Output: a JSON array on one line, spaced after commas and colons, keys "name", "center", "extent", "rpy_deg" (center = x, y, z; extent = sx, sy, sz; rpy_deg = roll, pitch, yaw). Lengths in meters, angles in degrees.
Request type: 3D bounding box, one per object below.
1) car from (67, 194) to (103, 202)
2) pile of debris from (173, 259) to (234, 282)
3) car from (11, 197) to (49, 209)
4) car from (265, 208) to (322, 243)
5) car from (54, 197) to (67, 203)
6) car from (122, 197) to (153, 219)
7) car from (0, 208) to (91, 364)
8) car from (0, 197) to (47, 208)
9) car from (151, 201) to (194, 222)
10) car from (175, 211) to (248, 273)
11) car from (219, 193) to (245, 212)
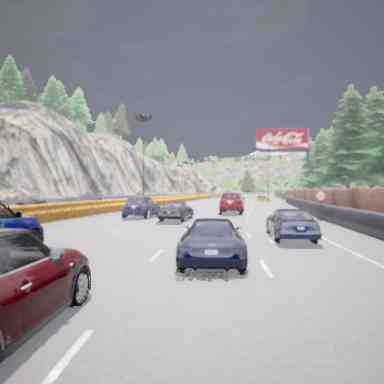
[{"name": "car", "center": [-12.569, 1.103, 40.250], "extent": [2.097, 1.767, 4.553], "rpy_deg": [0, 0, 12]}, {"name": "pile of debris", "center": [0.340, 2.129, 9.166], "extent": [1.500, 0.140, 1.860], "rpy_deg": [0, 0, 4]}, {"name": "car", "center": [-19.641, 1.292, 40.591], "extent": [1.994, 1.385, 4.181], "rpy_deg": [0, 0, 12]}, {"name": "car", "center": [4.615, 1.481, 15.688], "extent": [2.033, 1.411, 5.357], "rpy_deg": [0, 0, 7]}, {"name": "car", "center": [-15.739, 1.297, 42.215], "extent": [1.994, 1.385, 4.181], "rpy_deg": [0, 0, 12]}, {"name": "car", "center": [-4.100, 1.197, 27.570], "extent": [2.097, 1.767, 4.553], "rpy_deg": [0, 0, 10]}, {"name": "car", "center": [-3.186, 1.315, 5.033], "extent": [2.097, 1.767, 4.553], "rpy_deg": [0, 0, 2]}, {"name": "car", "center": [-6.468, 1.151, 9.484], "extent": [2.150, 2.045, 5.566], "rpy_deg": [0, 0, 4]}, {"name": "car", "center": [-1.124, 1.416, 24.716], "extent": [2.033, 1.411, 5.357], "rpy_deg": [0, 0, 10]}, {"name": "car", "center": [0.647, 1.508, 10.521], "extent": [1.994, 1.385, 4.181], "rpy_deg": [0, 0, 4]}, {"name": "car", "center": [3.930, 1.066, 32.516], "extent": [2.150, 2.045, 5.566], "rpy_deg": [0, 0, 11]}]
